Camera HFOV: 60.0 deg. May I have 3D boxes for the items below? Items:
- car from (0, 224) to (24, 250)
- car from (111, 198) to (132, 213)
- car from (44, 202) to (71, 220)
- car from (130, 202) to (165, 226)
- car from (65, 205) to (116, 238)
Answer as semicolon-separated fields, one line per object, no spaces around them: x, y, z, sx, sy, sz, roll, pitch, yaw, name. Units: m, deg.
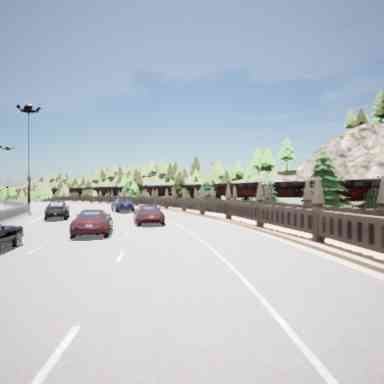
-7.905;1.670;12.190;1.895;1.301;4.718;0;0;-7;car
-8.383;1.497;39.905;2.097;1.767;4.553;0;0;-23;car
-11.980;1.637;29.697;2.128;1.511;4.902;0;0;-18;car
-3.207;1.642;24.430;1.994;1.385;4.181;0;0;-14;car
-5.435;1.638;18.267;1.994;1.385;4.181;0;0;-11;car
